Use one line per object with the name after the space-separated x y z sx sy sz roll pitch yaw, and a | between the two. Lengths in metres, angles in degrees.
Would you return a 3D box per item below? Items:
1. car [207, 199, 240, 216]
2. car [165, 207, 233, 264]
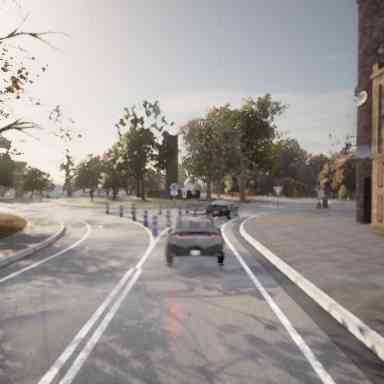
2.643 1.339 27.601 1.882 1.535 5.008 0 1 19 | car
0.094 1.500 11.860 2.128 1.511 4.902 0 0 0 | car
